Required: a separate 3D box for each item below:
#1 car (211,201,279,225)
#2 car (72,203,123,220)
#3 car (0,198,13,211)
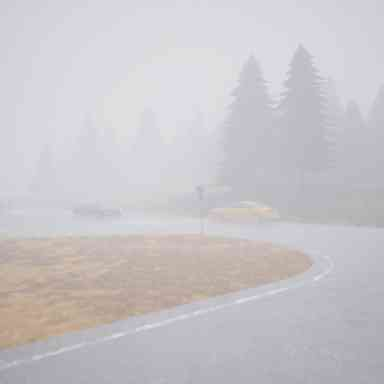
[{"bbox_3d":[3.634,1.420,23.560,5.008,1.535,1.882,0,0,38],"label":"car"},{"bbox_3d":[-7.917,1.579,27.862,4.718,1.301,1.895,0,0,38],"label":"car"},{"bbox_3d":[-23.405,1.493,40.191,4.902,1.511,2.128,0,0,38],"label":"car"}]
